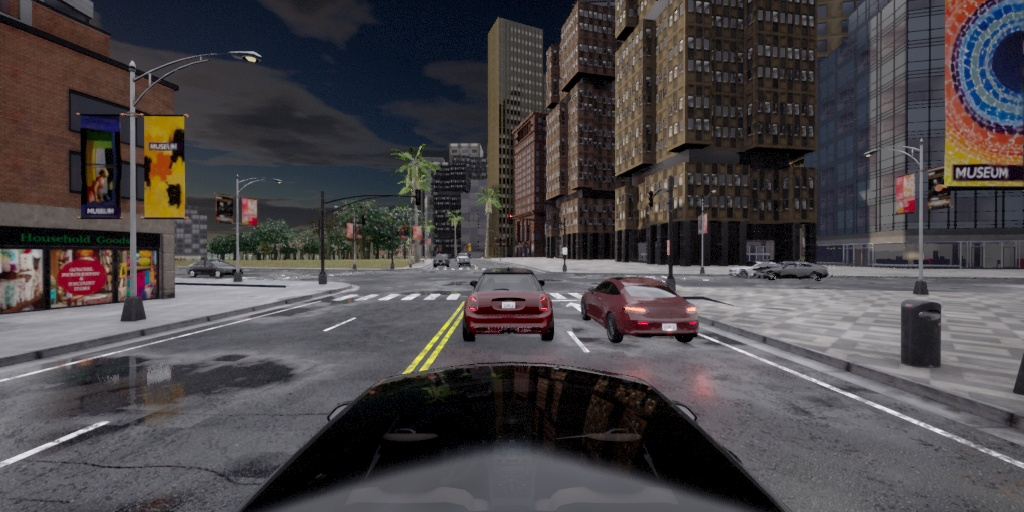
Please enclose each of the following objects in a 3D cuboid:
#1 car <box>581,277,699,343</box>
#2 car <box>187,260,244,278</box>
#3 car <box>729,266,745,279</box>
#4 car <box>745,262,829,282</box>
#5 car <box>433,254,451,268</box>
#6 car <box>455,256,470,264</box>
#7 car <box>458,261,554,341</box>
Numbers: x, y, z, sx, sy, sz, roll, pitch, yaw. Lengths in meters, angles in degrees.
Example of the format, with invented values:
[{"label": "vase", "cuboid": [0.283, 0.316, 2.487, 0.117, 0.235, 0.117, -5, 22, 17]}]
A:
[{"label": "car", "cuboid": [3.137, 1.274, 9.578, 1.812, 1.442, 4.674, 0, 0, -1]}, {"label": "car", "cuboid": [-26.584, 1.153, 32.120, 4.892, 1.490, 1.837, 1, 0, 13]}, {"label": "car", "cuboid": [21.482, 1.203, 31.088, 4.674, 1.442, 1.812, 0, 0, 13]}, {"label": "car", "cuboid": [21.414, 1.182, 27.764, 4.902, 1.511, 2.128, 0, 0, 13]}, {"label": "car", "cuboid": [-10.198, 0.668, 52.060, 2.150, 2.045, 5.566, 0, 1, -7]}, {"label": "car", "cuboid": [-6.849, 1.054, 51.817, 1.895, 1.301, 4.718, 0, 1, -8]}, {"label": "car", "cuboid": [-0.122, 1.101, 10.014, 2.097, 1.767, 4.553, 0, 0, -1]}]
